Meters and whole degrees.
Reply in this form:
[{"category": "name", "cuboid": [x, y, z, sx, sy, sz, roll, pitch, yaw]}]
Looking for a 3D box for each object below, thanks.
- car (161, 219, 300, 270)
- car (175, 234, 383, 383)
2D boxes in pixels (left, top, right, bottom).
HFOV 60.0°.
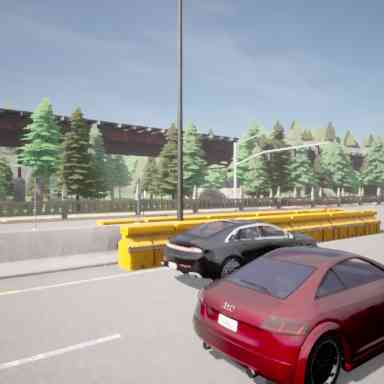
[{"category": "car", "cuboid": [1.521, 1.492, 9.134, 4.902, 1.511, 2.128, 0, 0, -36]}, {"category": "car", "cuboid": [2.069, 1.564, 5.227, 4.181, 1.385, 1.994, 0, 0, -35]}]
